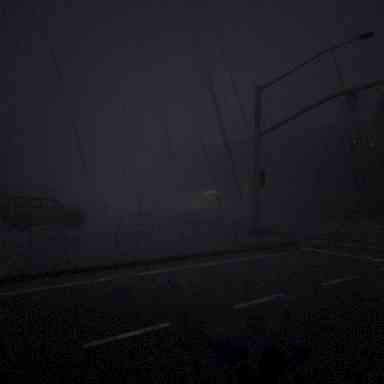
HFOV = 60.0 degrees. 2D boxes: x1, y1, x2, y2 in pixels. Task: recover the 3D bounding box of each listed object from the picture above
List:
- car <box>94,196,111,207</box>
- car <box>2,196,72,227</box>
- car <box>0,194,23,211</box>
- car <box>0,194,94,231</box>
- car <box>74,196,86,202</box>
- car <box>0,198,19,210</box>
[{"bbox_3d":[-15.059,1.564,54.795,2.097,1.767,4.553,1,0,-33],"label":"car"},{"bbox_3d":[-10.104,1.203,21.772,3.866,1.878,1.905,1,0,-35],"label":"car"},{"bbox_3d":[-21.471,1.203,37.767,3.866,1.878,1.905,1,0,-35],"label":"car"},{"bbox_3d":[-8.476,1.200,19.378,4.605,1.855,1.932,1,0,-35],"label":"car"},{"bbox_3d":[-30.349,1.852,90.222,1.994,1.385,4.181,1,0,-34],"label":"car"},{"bbox_3d":[-23.137,1.442,40.135,3.806,1.475,1.970,1,0,-35],"label":"car"}]
